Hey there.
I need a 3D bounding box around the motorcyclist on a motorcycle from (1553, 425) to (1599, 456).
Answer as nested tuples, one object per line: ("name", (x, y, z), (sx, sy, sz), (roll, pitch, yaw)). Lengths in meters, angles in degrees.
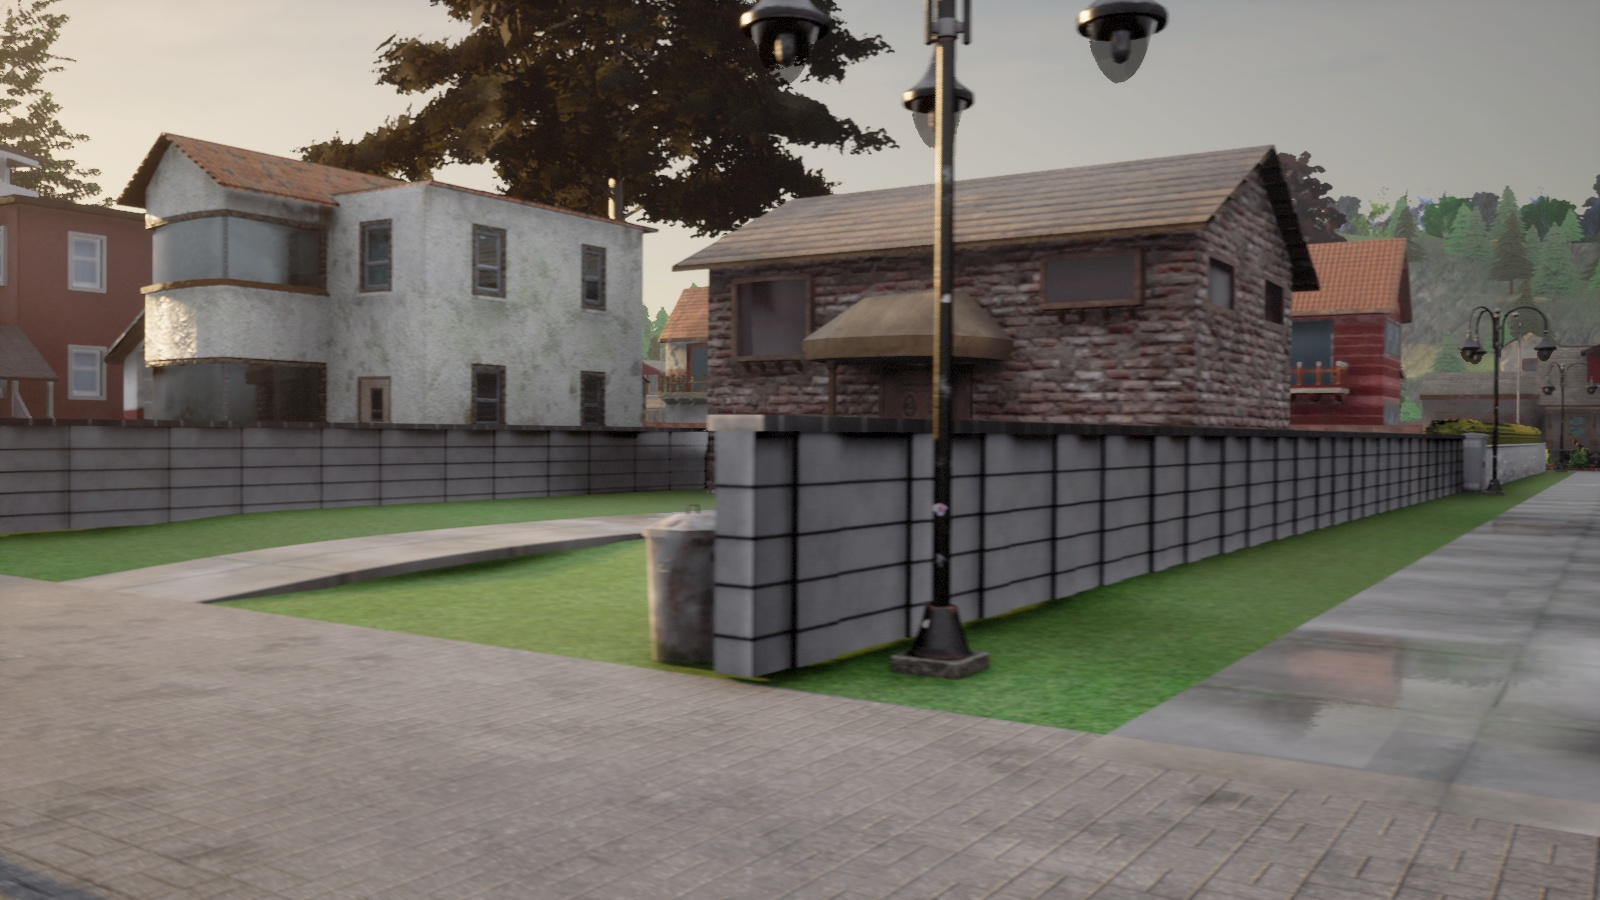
("motorcyclist on a motorcycle", (38.693, -0.490, 62.510), (2.044, 1.523, 0.797), (0, 1, 34))
